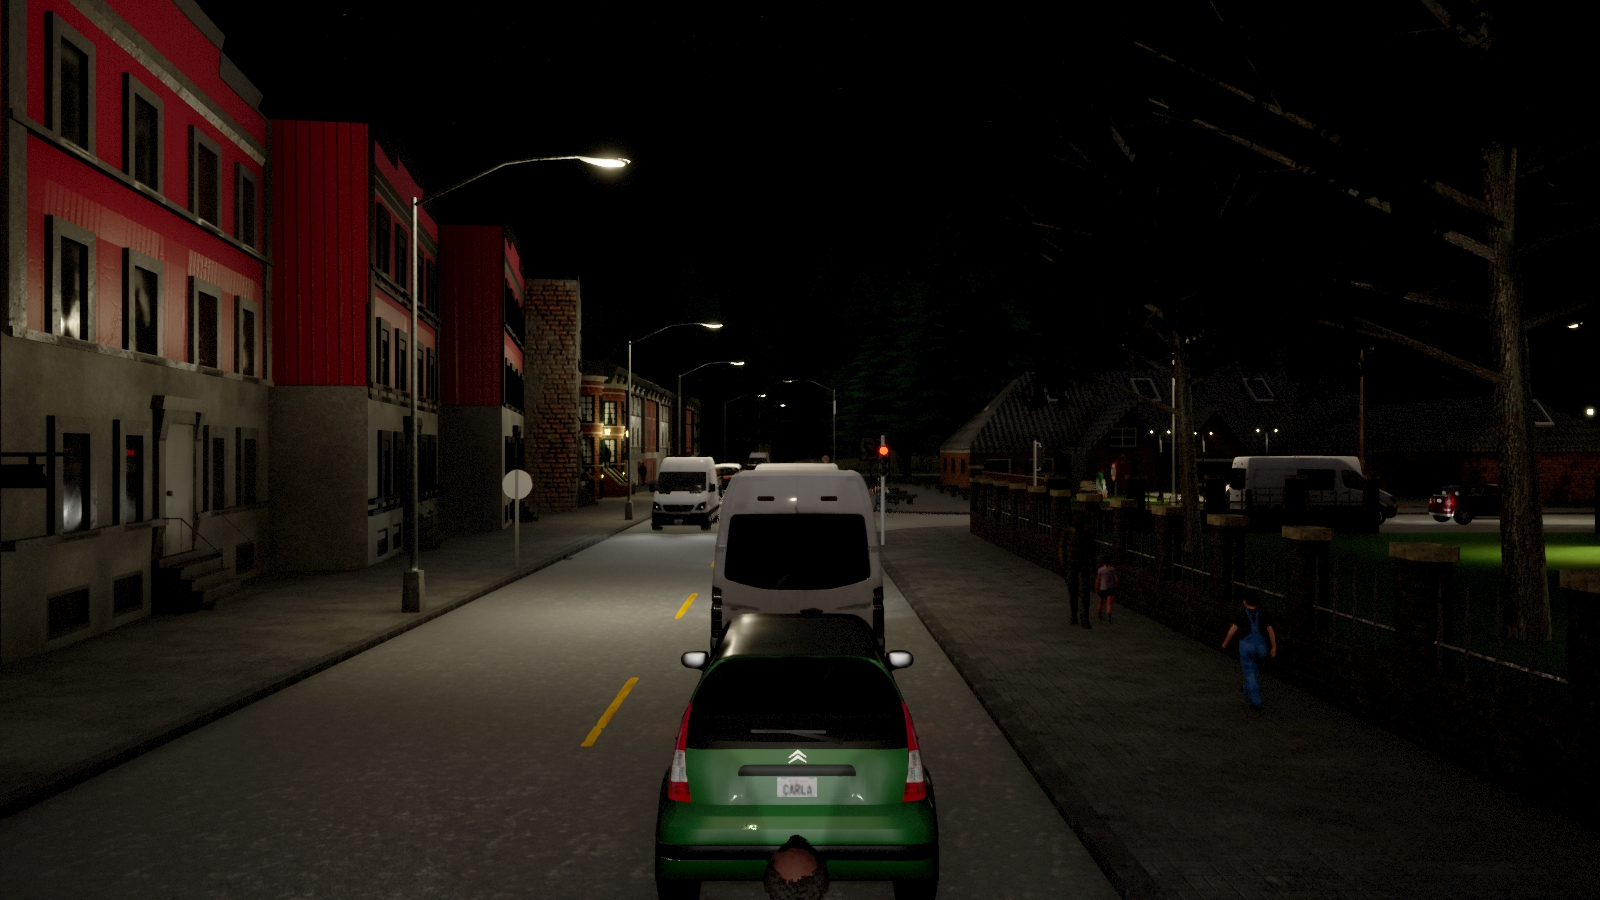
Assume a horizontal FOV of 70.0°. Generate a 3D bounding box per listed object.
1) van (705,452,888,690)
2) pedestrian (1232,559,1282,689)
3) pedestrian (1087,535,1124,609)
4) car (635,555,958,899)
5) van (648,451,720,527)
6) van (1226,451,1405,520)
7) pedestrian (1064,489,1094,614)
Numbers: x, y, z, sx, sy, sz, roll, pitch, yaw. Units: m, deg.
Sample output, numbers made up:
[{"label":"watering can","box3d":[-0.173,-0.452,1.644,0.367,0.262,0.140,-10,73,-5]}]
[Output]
[{"label":"van","box3d":[-0.048,1.314,15.312,1.988,2.561,5.915,0,0,0]},{"label":"pedestrian","box3d":[4.771,1.805,11.940,0.375,1.300,0.375,0,0,-1]},{"label":"pedestrian","box3d":[4.785,1.904,17.930,0.500,1.100,0.500,0,0,7]},{"label":"car","box3d":[-0.023,1.779,8.527,1.851,1.617,3.988,0,0,0]},{"label":"van","box3d":[-4.107,1.314,41.324,1.988,2.561,5.915,0,0,0]},{"label":"van","box3d":[19.552,1.314,43.543,5.915,2.561,1.988,0,0,1]},{"label":"pedestrian","box3d":[4.231,1.525,17.324,0.375,1.860,0.375,0,0,3]}]
